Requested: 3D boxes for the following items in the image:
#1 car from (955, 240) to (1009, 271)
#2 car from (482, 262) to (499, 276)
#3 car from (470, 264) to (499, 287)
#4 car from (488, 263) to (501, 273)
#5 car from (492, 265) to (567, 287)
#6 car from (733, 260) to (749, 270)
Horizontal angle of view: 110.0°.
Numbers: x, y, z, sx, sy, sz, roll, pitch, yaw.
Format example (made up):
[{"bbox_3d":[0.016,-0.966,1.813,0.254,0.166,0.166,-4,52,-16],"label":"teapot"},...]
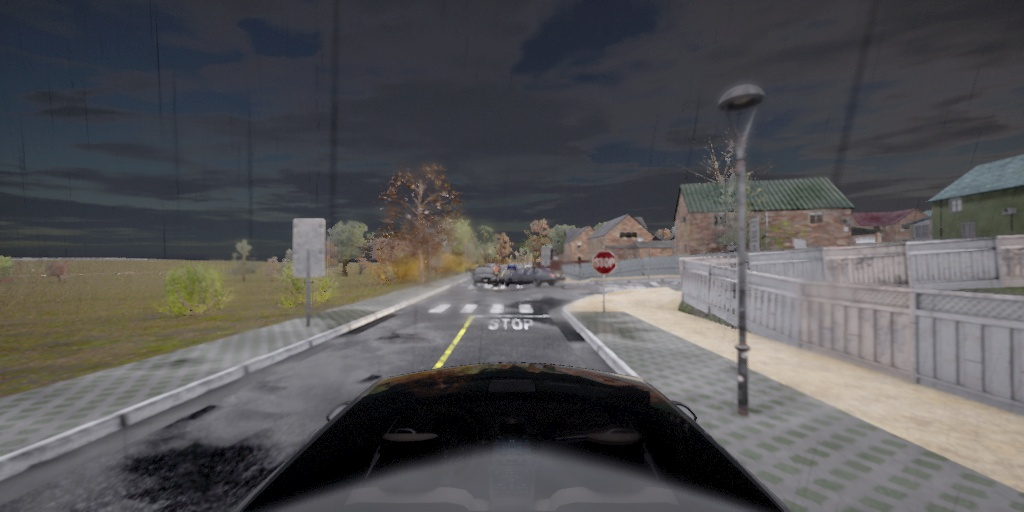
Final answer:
[{"bbox_3d":[23.881,0.005,17.984,4.902,1.511,2.128,-4,-1,14],"label":"car"},{"bbox_3d":[-2.871,1.737,48.724,2.097,1.767,4.553,0,-1,1],"label":"car"},{"bbox_3d":[-2.264,1.614,28.906,1.837,1.490,4.892,0,-1,-8],"label":"car"},{"bbox_3d":[-2.861,2.004,58.758,1.882,1.535,5.008,0,-1,0],"label":"car"},{"bbox_3d":[1.325,1.516,25.998,5.357,1.411,2.033,-5,-4,43],"label":"car"},{"bbox_3d":[14.379,0.658,20.393,4.181,1.385,1.994,-4,-1,16],"label":"car"}]
